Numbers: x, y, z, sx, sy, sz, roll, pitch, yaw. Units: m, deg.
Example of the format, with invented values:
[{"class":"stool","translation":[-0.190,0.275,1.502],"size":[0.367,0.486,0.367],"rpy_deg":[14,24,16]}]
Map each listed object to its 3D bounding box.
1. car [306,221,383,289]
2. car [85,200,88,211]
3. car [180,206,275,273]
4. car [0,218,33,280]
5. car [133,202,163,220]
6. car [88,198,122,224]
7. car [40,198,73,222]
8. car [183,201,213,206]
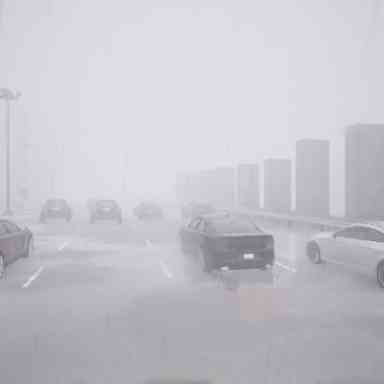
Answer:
[{"class":"car","translation":[4.900,1.496,8.776],"size":[1.812,1.442,4.674],"rpy_deg":[0,0,-13]},{"class":"car","translation":[-11.721,1.399,40.013],"size":[1.882,1.535,5.008],"rpy_deg":[0,0,-21]},{"class":"car","translation":[0.869,1.450,10.727],"size":[1.882,1.535,5.008],"rpy_deg":[0,0,-13]},{"class":"car","translation":[-6.041,1.464,9.546],"size":[1.882,1.535,5.008],"rpy_deg":[0,0,-13]},{"class":"car","translation":[-3.756,1.501,27.956],"size":[1.994,1.385,4.181],"rpy_deg":[0,0,-17]},{"class":"car","translation":[-6.492,1.301,24.900],"size":[2.097,1.767,4.553],"rpy_deg":[0,0,-17]},{"class":"car","translation":[-10.554,1.305,26.229],"size":[2.097,1.767,4.553],"rpy_deg":[0,0,-17]},{"class":"car","translation":[0.449,1.440,26.195],"size":[1.837,1.490,4.892],"rpy_deg":[0,0,-16]}]
